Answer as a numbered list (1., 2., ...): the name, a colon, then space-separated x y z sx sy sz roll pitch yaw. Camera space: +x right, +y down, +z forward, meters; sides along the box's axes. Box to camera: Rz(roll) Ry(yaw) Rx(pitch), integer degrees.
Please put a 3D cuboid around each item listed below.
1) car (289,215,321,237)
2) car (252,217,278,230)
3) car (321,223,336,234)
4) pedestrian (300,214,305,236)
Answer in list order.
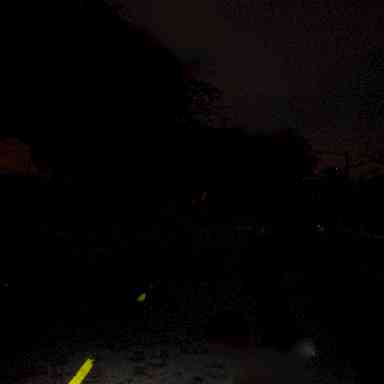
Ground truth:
1. car: 8.515 2.499 25.283 1.970 1.475 3.806 2 -4 22
2. car: 8.551 3.631 38.950 1.994 1.385 4.181 1 -6 32
3. car: 19.913 5.368 49.507 1.837 1.490 4.892 0 -7 39
4. pedestrian: 9.123 2.717 27.493 0.375 1.860 0.375 5 -5 9
